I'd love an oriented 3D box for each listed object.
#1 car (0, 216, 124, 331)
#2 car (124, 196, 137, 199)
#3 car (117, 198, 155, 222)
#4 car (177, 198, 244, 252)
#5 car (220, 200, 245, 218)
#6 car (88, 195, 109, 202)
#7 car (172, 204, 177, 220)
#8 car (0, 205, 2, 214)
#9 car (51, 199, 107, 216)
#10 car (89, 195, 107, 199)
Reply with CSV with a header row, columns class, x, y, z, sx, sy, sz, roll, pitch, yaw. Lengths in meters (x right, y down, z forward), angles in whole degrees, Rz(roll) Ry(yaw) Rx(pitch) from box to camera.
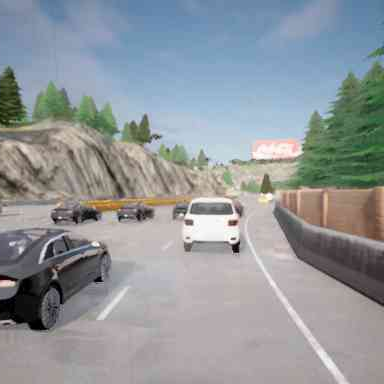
class,x,y,z,sx,sy,sz,roll,pitch,yaw
car,-3.140,1.494,6.882,2.128,1.511,4.902,0,0,3
car,-12.298,1.578,65.997,2.128,1.511,4.902,0,0,16
car,-4.379,1.532,26.482,2.128,1.511,4.902,0,0,10
car,0.921,1.257,14.360,2.150,2.045,5.566,0,0,6
car,4.032,1.566,32.559,1.882,1.535,5.008,0,0,13
car,-19.033,1.296,67.903,1.812,1.442,4.674,0,0,16
car,-0.380,1.567,28.748,1.837,1.490,4.892,0,0,11
car,-18.491,1.464,28.212,1.882,1.535,5.008,0,0,10
car,-8.309,1.511,24.269,2.128,1.511,4.902,0,0,9
car,-17.478,1.537,60.636,1.882,1.535,5.008,0,0,16
